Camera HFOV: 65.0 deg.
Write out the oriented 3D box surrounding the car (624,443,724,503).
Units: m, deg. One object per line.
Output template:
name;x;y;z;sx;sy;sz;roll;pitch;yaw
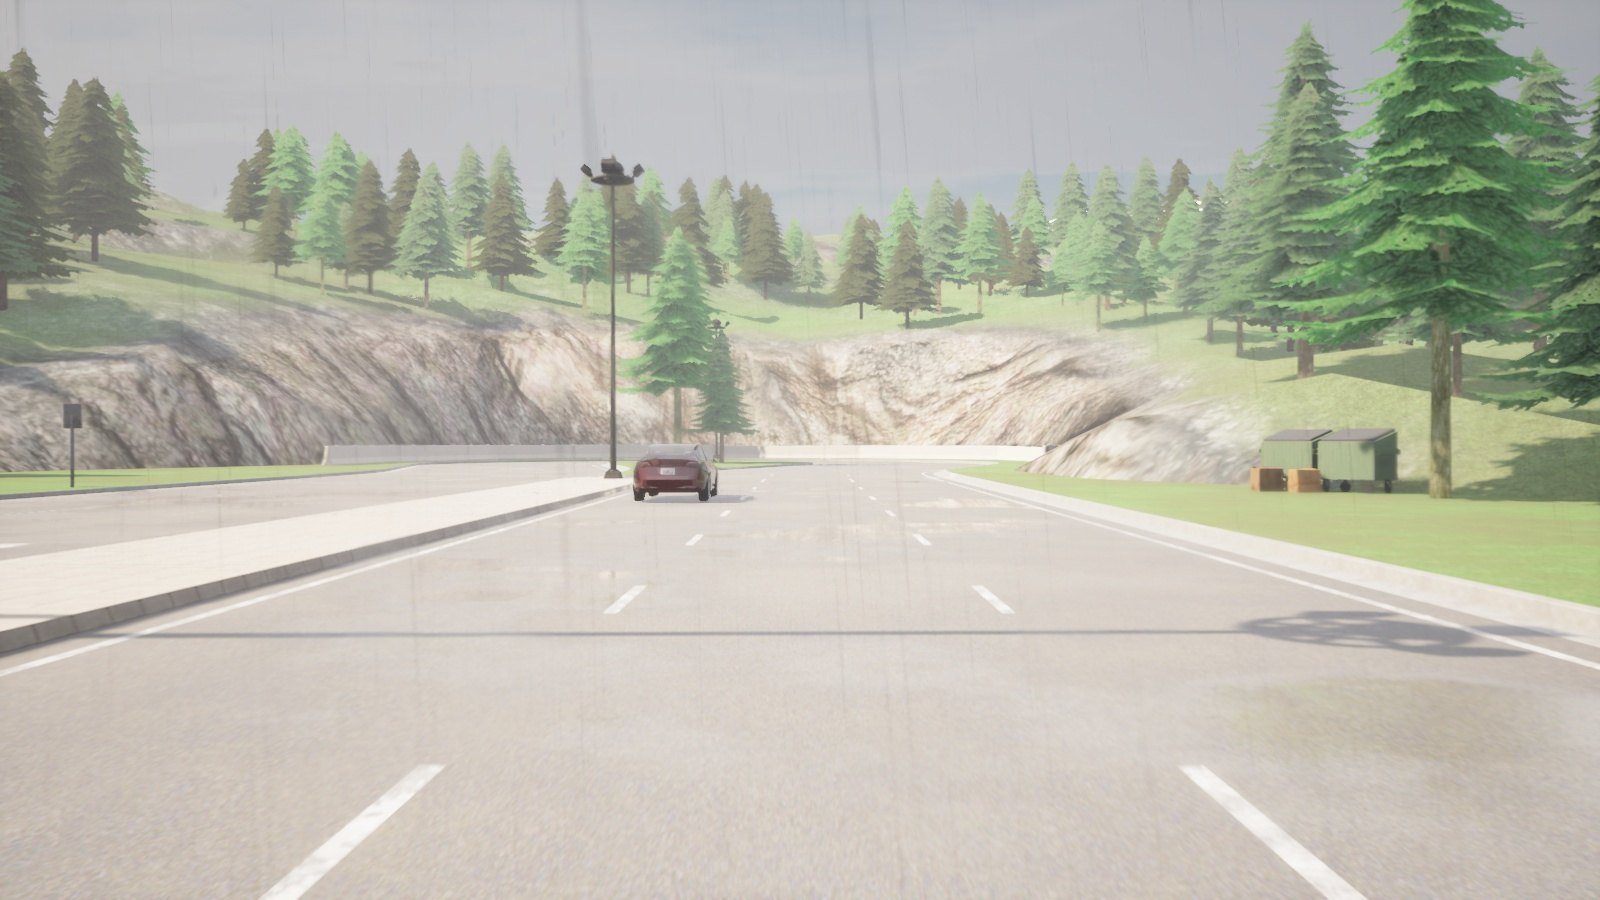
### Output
car;-3.293;0.554;33.721;2.163;1.488;4.792;0;0;0
